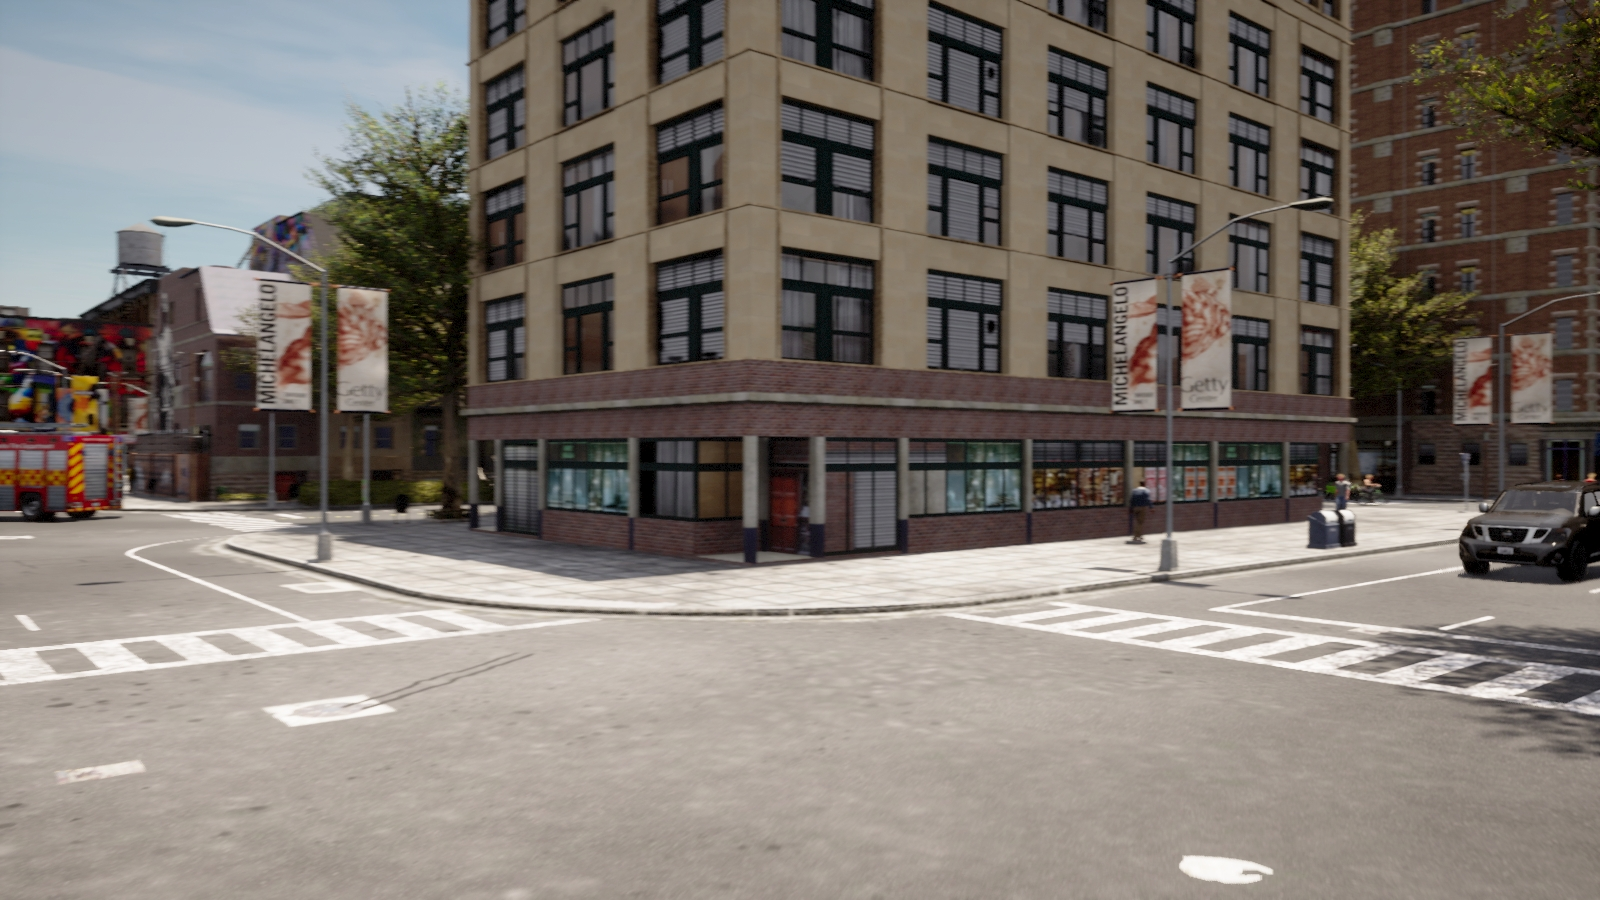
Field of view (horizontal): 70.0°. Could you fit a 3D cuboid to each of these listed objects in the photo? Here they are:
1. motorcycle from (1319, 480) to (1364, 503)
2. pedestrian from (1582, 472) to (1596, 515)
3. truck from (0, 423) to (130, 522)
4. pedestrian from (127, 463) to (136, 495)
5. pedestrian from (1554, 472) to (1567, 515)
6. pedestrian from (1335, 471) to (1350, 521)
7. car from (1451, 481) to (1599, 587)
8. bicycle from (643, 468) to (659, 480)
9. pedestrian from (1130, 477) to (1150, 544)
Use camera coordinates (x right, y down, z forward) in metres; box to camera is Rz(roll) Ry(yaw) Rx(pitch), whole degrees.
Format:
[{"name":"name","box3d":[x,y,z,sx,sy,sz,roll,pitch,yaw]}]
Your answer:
[{"name":"motorcycle","box3d":[29.492,2.248,62.238,0.803,1.145,2.033,0,0,-41]},{"name":"pedestrian","box3d":[34.395,1.889,49.812,0.375,1.860,0.375,0,0,-24]},{"name":"truck","box3d":[-31.882,0.855,46.173,8.468,3.827,2.891,0,0,11]},{"name":"pedestrian","box3d":[-38.410,1.653,65.667,0.375,1.860,0.375,0,0,43]},{"name":"pedestrian","box3d":[33.200,1.887,49.892,0.375,1.860,0.375,0,0,-38]},{"name":"pedestrian","box3d":[20.446,1.720,43.076,0.375,1.860,0.375,0,0,-41]},{"name":"car","box3d":[17.168,1.799,26.153,5.566,2.045,2.150,0,0,-40]},{"name":"bicycle","box3d":[-14.121,2.238,108.431,0.859,1.080,1.487,0,-2,-41]},{"name":"pedestrian","box3d":[9.663,1.708,32.465,0.375,1.860,0.375,0,0,-39]}]
